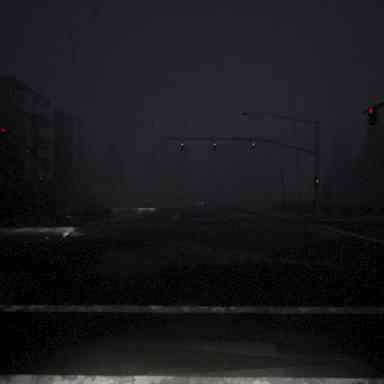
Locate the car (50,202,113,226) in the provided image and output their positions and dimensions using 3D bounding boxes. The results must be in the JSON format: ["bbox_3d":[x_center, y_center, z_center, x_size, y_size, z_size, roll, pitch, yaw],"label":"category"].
[{"bbox_3d":[-7.854,1.507,24.005,1.882,1.535,5.008,3,2,26],"label":"car"}]

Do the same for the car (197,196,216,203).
[{"bbox_3d":[3.241,1.550,72.222,2.033,1.411,5.357,0,0,38],"label":"car"}]

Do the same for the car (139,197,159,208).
[{"bbox_3d":[-6.356,1.515,49.329,1.882,1.535,5.008,-1,0,9],"label":"car"}]
